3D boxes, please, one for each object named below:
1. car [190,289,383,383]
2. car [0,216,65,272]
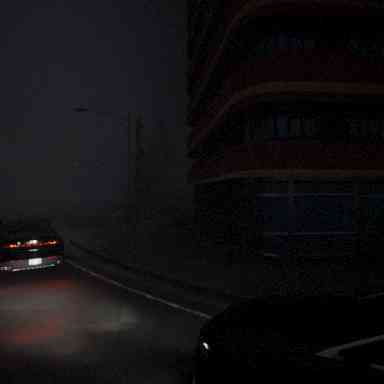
[{"bbox_3d":[2.241,1.493,2.543,4.902,1.511,2.128,0,0,36],"label":"car"},{"bbox_3d":[-5.397,1.504,10.303,1.837,1.490,4.892,0,0,-37],"label":"car"}]
